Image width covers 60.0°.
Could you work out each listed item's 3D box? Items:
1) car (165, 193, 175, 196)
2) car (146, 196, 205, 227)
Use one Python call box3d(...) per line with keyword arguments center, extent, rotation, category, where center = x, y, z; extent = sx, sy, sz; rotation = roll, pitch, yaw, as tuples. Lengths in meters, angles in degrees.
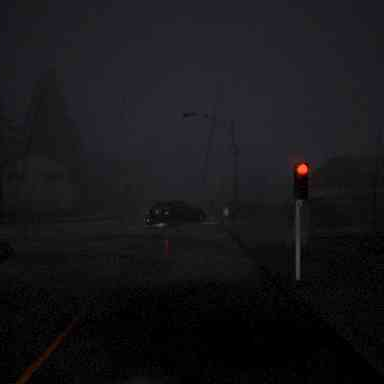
box3d(center=(-4.051, 1.222, 60.467), extent=(2.150, 2.045, 5.566), rotation=(0, 0, 0), category="car")
box3d(center=(-1.035, 1.352, 22.896), extent=(2.097, 1.767, 4.553), rotation=(-1, 0, 35), category="car")
